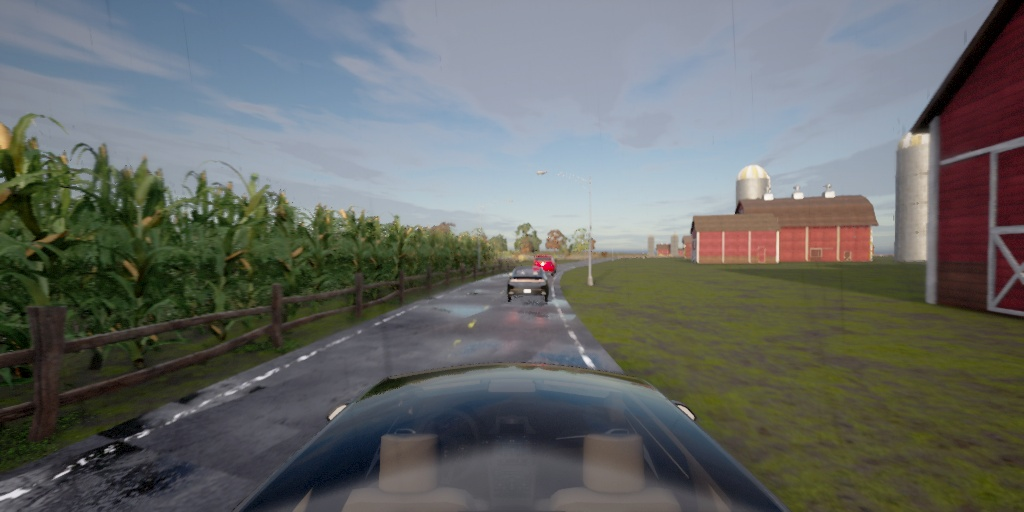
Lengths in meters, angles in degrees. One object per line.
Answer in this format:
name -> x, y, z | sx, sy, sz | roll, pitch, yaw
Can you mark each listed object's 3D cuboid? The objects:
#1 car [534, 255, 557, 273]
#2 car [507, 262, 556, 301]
car -> 3.421, 0.916, 37.023 | 2.150, 2.045, 5.566 | 0, 0, 10
car -> 0.820, 1.226, 17.143 | 2.128, 1.511, 4.902 | 0, 0, 4
